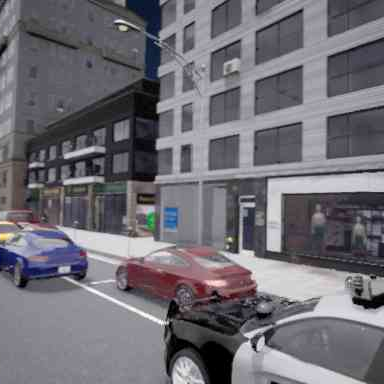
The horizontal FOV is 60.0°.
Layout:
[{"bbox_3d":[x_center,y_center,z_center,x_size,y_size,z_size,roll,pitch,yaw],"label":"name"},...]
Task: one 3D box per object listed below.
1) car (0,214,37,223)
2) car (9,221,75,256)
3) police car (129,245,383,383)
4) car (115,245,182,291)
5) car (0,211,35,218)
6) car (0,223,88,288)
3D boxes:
[{"bbox_3d":[-8.958,1.996,15.183,1.801,1.575,5.366,4,-4,-41],"label":"car"},{"bbox_3d":[-7.579,2.216,16.567,1.802,1.307,4.206,3,-3,-41],"label":"car"},{"bbox_3d":[1.643,1.620,3.097,1.930,1.638,5.238,4,-4,-41],"label":"police car"},{"bbox_3d":[-0.328,1.979,8.296,1.802,1.307,4.206,3,-3,-41],"label":"car"},{"bbox_3d":[-11.201,2.068,20.714,2.192,1.841,5.009,3,-3,-41],"label":"car"},{"bbox_3d":[-4.878,1.933,10.527,1.812,1.442,4.674,4,-4,-41],"label":"car"}]
